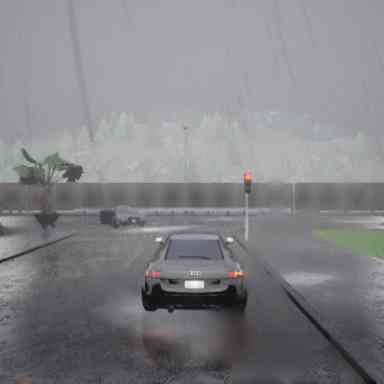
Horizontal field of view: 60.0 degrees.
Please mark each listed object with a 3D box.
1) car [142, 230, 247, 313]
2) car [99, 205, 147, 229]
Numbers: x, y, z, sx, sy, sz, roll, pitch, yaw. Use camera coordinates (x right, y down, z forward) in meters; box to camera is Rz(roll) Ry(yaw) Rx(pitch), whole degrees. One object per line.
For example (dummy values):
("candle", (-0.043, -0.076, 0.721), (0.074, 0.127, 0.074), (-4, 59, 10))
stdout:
("car", (0.054, 1.561, 7.737), (1.994, 1.385, 4.181), (0, 0, 0))
("car", (-4.553, 1.554, 21.628), (1.994, 1.385, 4.181), (1, 0, -34))
